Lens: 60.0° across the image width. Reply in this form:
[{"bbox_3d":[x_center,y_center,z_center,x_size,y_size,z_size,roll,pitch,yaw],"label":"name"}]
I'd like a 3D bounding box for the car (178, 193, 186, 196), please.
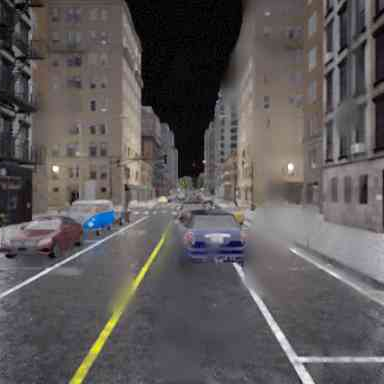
[{"bbox_3d":[-2.760,1.498,86.064,1.882,1.535,5.008,0,0,0],"label":"car"}]

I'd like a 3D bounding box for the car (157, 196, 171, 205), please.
[{"bbox_3d":[-5.395,1.546,61.284,1.752,1.417,4.829,0,0,0],"label":"car"}]

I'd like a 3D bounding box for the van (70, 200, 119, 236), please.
[{"bbox_3d":[-5.393,1.347,18.084,1.690,1.788,3.998,0,0,0],"label":"van"}]

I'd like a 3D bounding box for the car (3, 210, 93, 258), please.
[{"bbox_3d":[-5.394,1.586,12.678,1.802,1.307,4.206,0,0,0],"label":"car"}]

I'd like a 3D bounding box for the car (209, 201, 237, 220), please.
[{"bbox_3d":[2.636,1.561,28.898,2.008,1.369,4.403,0,0,0],"label":"car"}]

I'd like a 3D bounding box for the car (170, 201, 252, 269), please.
[{"bbox_3d":[0.470,1.357,11.374,2.097,1.767,4.553,0,0,-7],"label":"car"}]

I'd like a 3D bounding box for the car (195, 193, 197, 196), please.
[{"bbox_3d":[2.627,1.340,89.865,2.192,1.841,5.009,0,0,0],"label":"car"}]

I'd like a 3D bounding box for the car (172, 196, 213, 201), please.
[{"bbox_3d":[0.076,1.359,20.574,2.097,1.767,4.553,0,0,0],"label":"car"}]

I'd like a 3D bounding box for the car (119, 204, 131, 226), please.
[{"bbox_3d":[-5.392,1.559,23.490,2.008,1.369,4.403,0,0,0],"label":"car"}]

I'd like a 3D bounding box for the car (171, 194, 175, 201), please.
[{"bbox_3d":[-5.396,1.589,72.816,1.947,1.339,4.313,0,0,0],"label":"car"}]

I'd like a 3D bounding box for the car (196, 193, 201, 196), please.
[{"bbox_3d":[2.628,1.464,78.501,1.967,1.590,4.097,0,0,0],"label":"car"}]

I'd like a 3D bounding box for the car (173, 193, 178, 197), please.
[{"bbox_3d":[-5.397,1.575,84.179,2.008,1.369,4.403,0,0,0],"label":"car"}]

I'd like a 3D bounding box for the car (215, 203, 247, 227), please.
[{"bbox_3d":[2.642,1.533,23.662,1.752,1.417,4.829,0,0,0],"label":"car"}]

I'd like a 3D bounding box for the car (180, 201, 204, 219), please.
[{"bbox_3d":[0.015,1.575,30.235,1.994,1.385,4.181,0,0,0],"label":"car"}]
